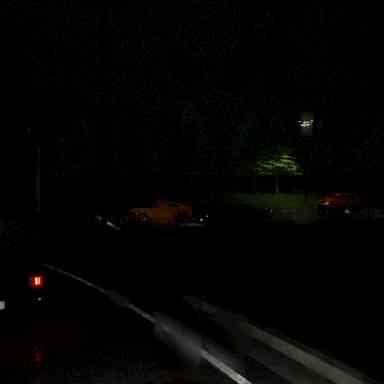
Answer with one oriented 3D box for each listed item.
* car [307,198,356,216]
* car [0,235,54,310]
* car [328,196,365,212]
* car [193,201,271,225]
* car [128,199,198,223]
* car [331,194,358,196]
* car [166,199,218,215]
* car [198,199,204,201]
[{"bbox_3d":[13.193,1.569,32.056,4.181,1.385,1.994,0,0,-22],"label":"car"},{"bbox_3d":[-4.689,1.603,7.159,1.895,1.301,4.718,0,0,-41],"label":"car"},{"bbox_3d":[17.313,1.531,37.509,4.674,1.442,1.812,0,0,-22],"label":"car"},{"bbox_3d":[3.105,1.552,24.148,5.357,1.411,2.033,0,0,-22],"label":"car"},{"bbox_3d":[-2.410,1.483,25.672,5.008,1.535,1.882,0,0,-22],"label":"car"},{"bbox_3d":[18.589,1.228,41.821,5.566,2.045,2.150,0,0,-22],"label":"car"},{"bbox_3d":[-0.031,1.485,34.210,5.008,1.535,1.882,0,0,-22],"label":"car"},{"bbox_3d":[-0.455,1.607,30.255,4.718,1.301,1.895,0,0,-22],"label":"car"}]
